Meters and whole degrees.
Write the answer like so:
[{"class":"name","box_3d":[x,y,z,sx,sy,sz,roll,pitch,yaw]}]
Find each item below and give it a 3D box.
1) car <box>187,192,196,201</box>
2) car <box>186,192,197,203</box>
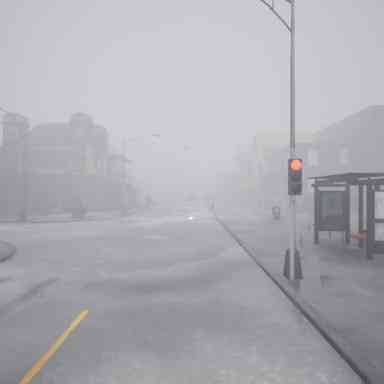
[{"class":"car","box_3d":[-0.076,1.057,77.277,2.150,2.045,5.566,0,0,0]},{"class":"car","box_3d":[-0.066,1.352,67.214,2.097,1.767,4.553,0,0,0]}]
